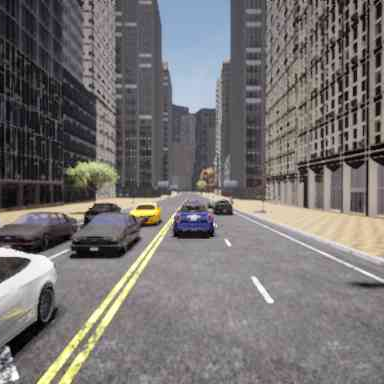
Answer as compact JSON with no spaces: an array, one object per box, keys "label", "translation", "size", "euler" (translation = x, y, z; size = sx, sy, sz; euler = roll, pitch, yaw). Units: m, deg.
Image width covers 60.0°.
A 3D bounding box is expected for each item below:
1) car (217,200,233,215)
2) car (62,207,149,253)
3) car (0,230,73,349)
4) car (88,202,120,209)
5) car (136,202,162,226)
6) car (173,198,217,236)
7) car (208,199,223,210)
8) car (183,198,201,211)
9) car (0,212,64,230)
[{"label":"car","translation":[3.223,1.568,35.017],"size":[1.837,1.490,4.892],"euler":[0,0,0]},{"label":"car","translation":[-3.338,1.573,14.036],"size":[2.033,1.411,5.357],"euler":[0,0,0]},{"label":"car","translation":[-3.345,1.533,4.345],"size":[1.812,1.442,4.674],"euler":[0,0,0]},{"label":"car","translation":[-6.520,1.522,24.884],"size":[1.882,1.535,5.008],"euler":[0,0,0]},{"label":"car","translation":[-3.270,1.522,24.252],"size":[1.882,1.535,5.008],"euler":[0,0,0]},{"label":"car","translation":[0.086,1.387,18.857],"size":[2.097,1.767,4.553],"euler":[0,0,0]},{"label":"car","translation":[3.226,1.681,46.296],"size":[1.895,1.301,4.718],"euler":[0,0,0]},{"label":"car","translation":[0.038,1.568,42.966],"size":[2.128,1.511,4.902],"euler":[0,0,0]},{"label":"car","translation":[-6.588,1.573,14.513],"size":[2.033,1.411,5.357],"euler":[0,0,0]}]
